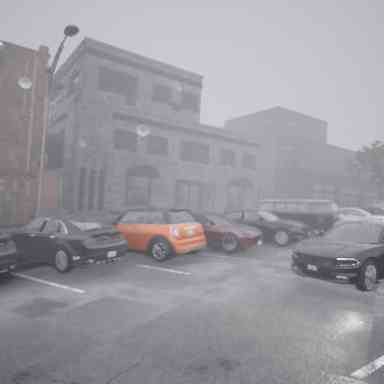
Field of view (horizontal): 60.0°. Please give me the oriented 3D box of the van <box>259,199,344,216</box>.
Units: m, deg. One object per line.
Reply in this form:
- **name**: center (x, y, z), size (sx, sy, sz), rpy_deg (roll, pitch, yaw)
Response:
- **van**: center (5.279, 1.355, 17.454), size (4.442, 1.987, 1.878), rpy_deg (-1, -1, 35)

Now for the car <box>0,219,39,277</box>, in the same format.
- **car**: center (-6.587, 1.470, 8.888), size (4.892, 1.521, 2.231), rpy_deg (-1, -1, 35)

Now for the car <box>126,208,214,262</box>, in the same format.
- **car**: center (-1.784, 1.370, 12.277), size (4.553, 1.767, 2.185), rpy_deg (-1, -1, 35)

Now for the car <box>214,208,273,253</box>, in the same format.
- **car**: center (0.614, 1.548, 13.982), size (4.792, 1.488, 2.163), rpy_deg (-1, -1, 35)

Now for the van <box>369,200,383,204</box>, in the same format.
- **van**: center (14.868, 1.564, 24.212), size (4.442, 1.987, 1.878), rpy_deg (0, -2, 35)

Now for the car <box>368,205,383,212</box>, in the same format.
- **car**: center (10.170, 1.706, 20.775), size (4.674, 1.452, 2.002), rpy_deg (-1, -2, 35)

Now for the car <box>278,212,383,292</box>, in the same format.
- **car**: center (4.871, 1.529, 9.281), size (5.008, 1.535, 1.882), rpy_deg (1, 0, -35)

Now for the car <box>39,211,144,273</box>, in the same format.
- **car**: center (-4.194, 1.482, 10.592), size (4.892, 1.521, 2.231), rpy_deg (-1, -1, 35)

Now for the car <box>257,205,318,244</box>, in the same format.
- **car**: center (2.975, 1.546, 15.696), size (5.008, 1.535, 2.097), rpy_deg (-1, -1, 35)

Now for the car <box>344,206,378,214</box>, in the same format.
- **car**: center (7.769, 1.660, 19.081), size (4.674, 1.452, 2.002), rpy_deg (-1, -2, 35)
